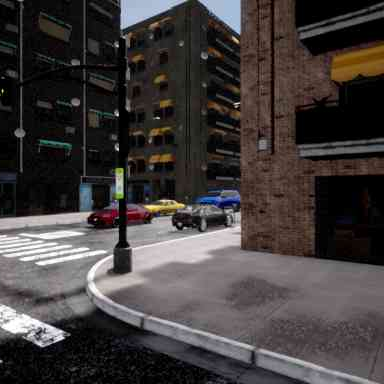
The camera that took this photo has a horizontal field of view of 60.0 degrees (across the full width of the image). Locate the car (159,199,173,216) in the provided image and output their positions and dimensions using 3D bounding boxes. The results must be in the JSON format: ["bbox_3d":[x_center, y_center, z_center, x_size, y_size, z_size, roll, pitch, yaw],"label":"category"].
[{"bbox_3d":[-2.455,1.252,27.347,1.752,1.417,4.829,1,1,36],"label":"car"}]

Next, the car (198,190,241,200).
[{"bbox_3d":[2.390,0.883,29.817,2.150,2.045,5.566,0,1,36],"label":"car"}]

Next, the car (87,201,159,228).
[{"bbox_3d":[-4.346,1.368,20.600,1.994,1.385,4.181,0,1,36],"label":"car"}]

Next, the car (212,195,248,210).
[{"bbox_3d":[4.235,1.111,36.505,1.752,1.417,4.829,1,1,36],"label":"car"}]

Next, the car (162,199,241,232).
[{"bbox_3d":[0.680,1.333,18.282,2.008,1.369,4.403,1,1,36],"label":"car"}]
